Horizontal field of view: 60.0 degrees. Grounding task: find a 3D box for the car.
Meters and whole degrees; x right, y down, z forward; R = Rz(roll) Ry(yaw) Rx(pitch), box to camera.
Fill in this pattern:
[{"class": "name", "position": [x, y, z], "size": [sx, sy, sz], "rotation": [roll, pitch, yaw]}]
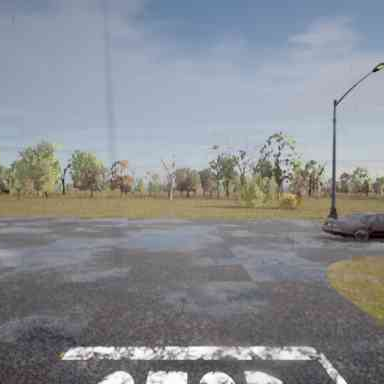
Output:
[{"class": "car", "position": [9.343, 1.714, 16.548], "size": [5.357, 1.411, 2.033], "rotation": [1, 1, 0]}]
